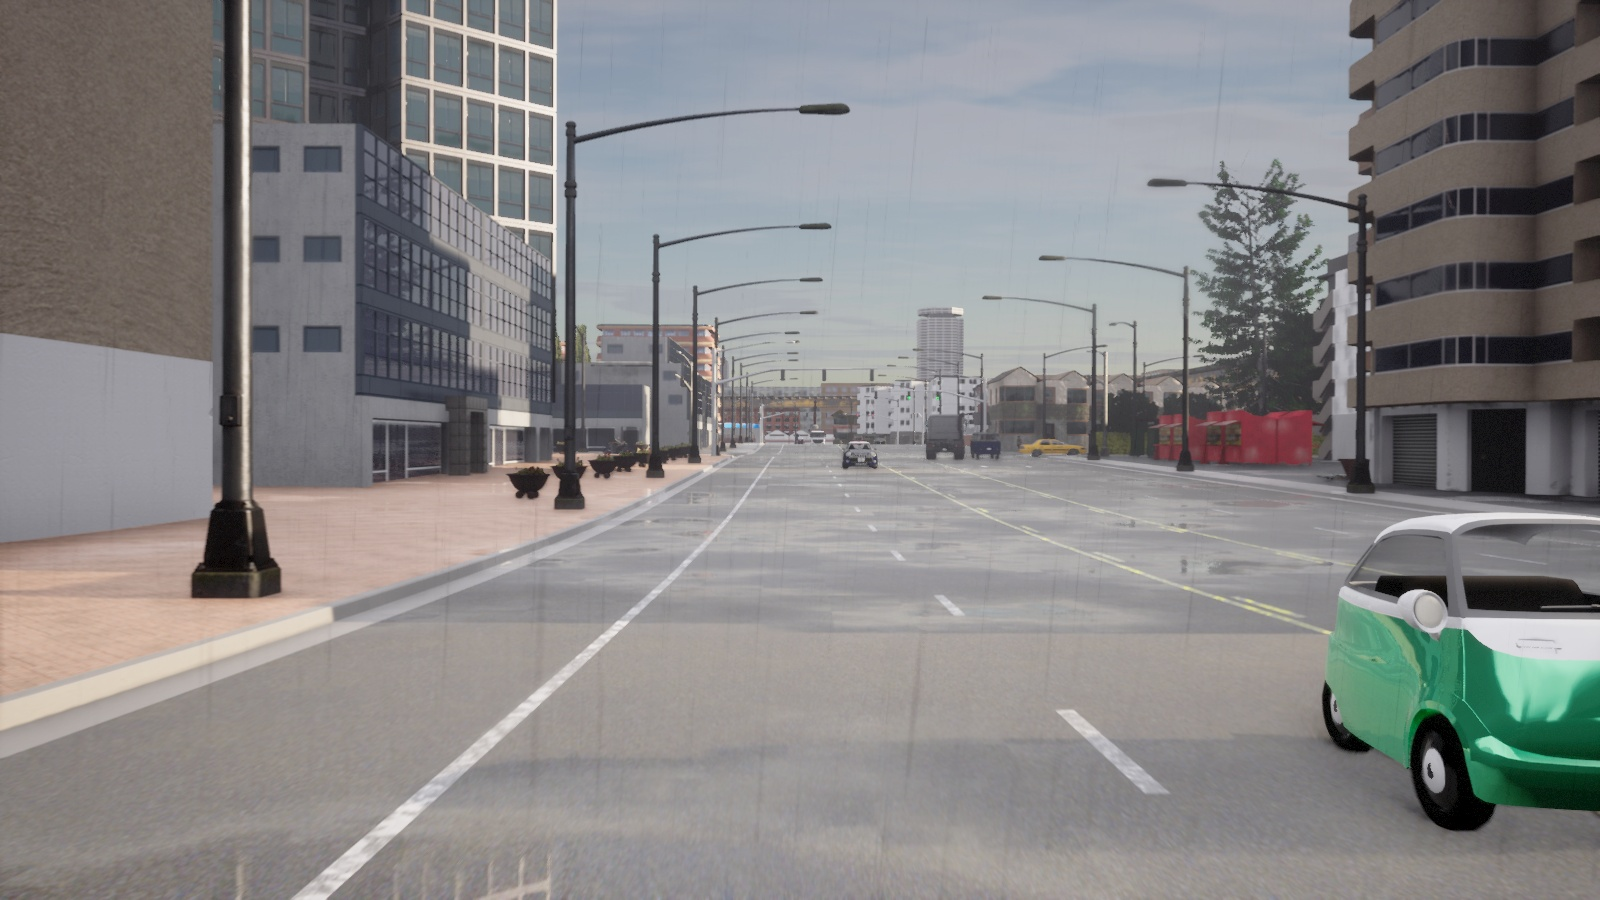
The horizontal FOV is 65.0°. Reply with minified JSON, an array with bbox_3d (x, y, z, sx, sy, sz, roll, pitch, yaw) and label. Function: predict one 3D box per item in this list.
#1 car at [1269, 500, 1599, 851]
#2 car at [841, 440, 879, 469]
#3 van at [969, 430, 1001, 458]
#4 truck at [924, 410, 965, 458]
[{"bbox_3d":[3.485,0.958,6.211,1.481,1.376,2.207,0,-1,0],"label":"car"},{"bbox_3d":[3.327,0.229,70.310,1.970,1.475,3.806,0,1,0],"label":"car"},{"bbox_3d":[13.773,-0.457,93.690,1.775,1.987,4.442,0,0,0],"label":"van"},{"bbox_3d":[10.980,-1.189,94.784,2.891,3.462,7.936,0,1,8],"label":"truck"}]
